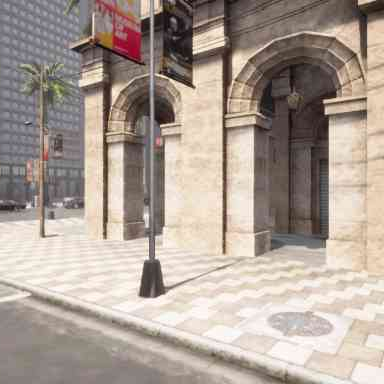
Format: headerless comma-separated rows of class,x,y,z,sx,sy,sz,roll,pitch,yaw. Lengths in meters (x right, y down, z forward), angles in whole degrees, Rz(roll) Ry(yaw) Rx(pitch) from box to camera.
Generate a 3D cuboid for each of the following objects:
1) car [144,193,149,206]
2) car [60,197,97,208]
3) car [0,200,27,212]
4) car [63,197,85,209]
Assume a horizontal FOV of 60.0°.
car,-9.039,1.221,53.905,2.150,2.045,5.566,0,0,35
car,-16.554,1.513,48.755,2.161,1.482,4.786,0,0,35
car,-21.159,1.601,37.037,1.895,1.301,4.718,0,0,36
car,-15.103,1.505,45.472,1.837,1.490,4.892,0,0,36
